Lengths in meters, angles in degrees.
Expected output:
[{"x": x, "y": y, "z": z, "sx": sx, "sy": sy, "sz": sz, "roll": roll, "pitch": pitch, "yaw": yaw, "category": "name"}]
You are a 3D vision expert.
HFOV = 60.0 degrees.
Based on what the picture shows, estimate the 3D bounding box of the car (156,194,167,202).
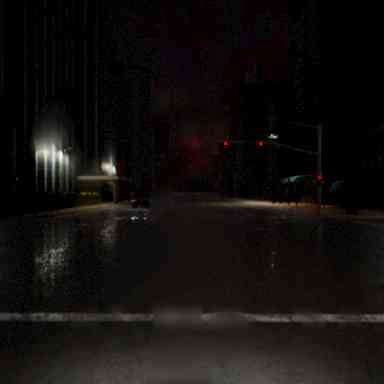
[{"x": -6.418, "y": 1.275, "z": 69.910, "sx": 2.128, "sy": 1.511, "sz": 4.902, "roll": 0, "pitch": 0, "yaw": 0, "category": "car"}]

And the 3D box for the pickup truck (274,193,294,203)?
[{"x": 17.137, "y": 0.845, "z": 61.860, "sx": 2.390, "sy": 2.098, "sz": 6.274, "roll": 0, "pitch": 0, "yaw": 31, "category": "pickup truck"}]

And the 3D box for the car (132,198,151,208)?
[{"x": -6.635, "y": 1.450, "z": 44.067, "sx": 1.895, "sy": 1.301, "sz": 4.718, "roll": 0, "pitch": 0, "yaw": 0, "category": "car"}]
